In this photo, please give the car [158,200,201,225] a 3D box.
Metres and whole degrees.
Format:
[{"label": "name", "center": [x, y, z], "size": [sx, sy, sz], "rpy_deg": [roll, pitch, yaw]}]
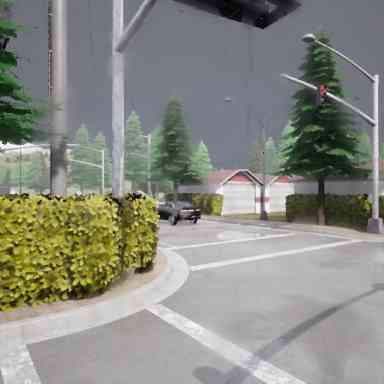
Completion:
[{"label": "car", "center": [-1.361, 1.320, 22.494], "size": [2.128, 1.511, 4.902], "rpy_deg": [0, 1, -36]}]
